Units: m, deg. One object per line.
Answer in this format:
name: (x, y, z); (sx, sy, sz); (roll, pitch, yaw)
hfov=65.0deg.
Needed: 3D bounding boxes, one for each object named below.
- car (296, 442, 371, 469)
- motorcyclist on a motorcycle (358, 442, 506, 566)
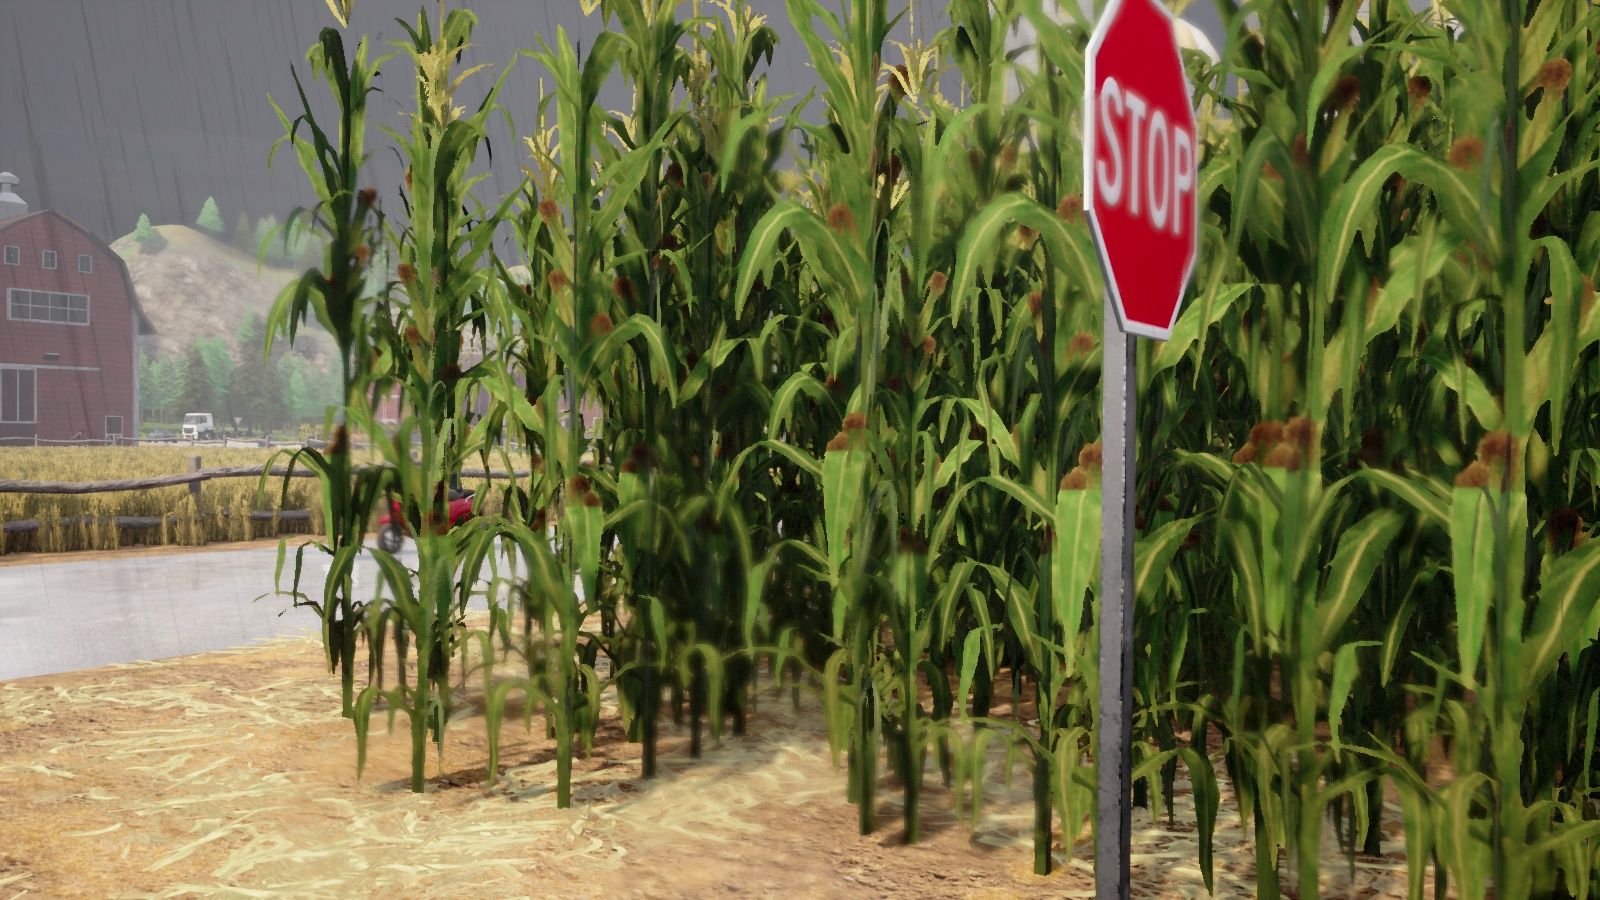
car: (-26.859, 0.308, 72.294); (4.193, 1.474, 1.816); (0, 1, 32)
motorcyclist on a motorcycle: (-5.014, 0.695, 17.219); (0.866, 1.590, 1.817); (0, 1, 33)
